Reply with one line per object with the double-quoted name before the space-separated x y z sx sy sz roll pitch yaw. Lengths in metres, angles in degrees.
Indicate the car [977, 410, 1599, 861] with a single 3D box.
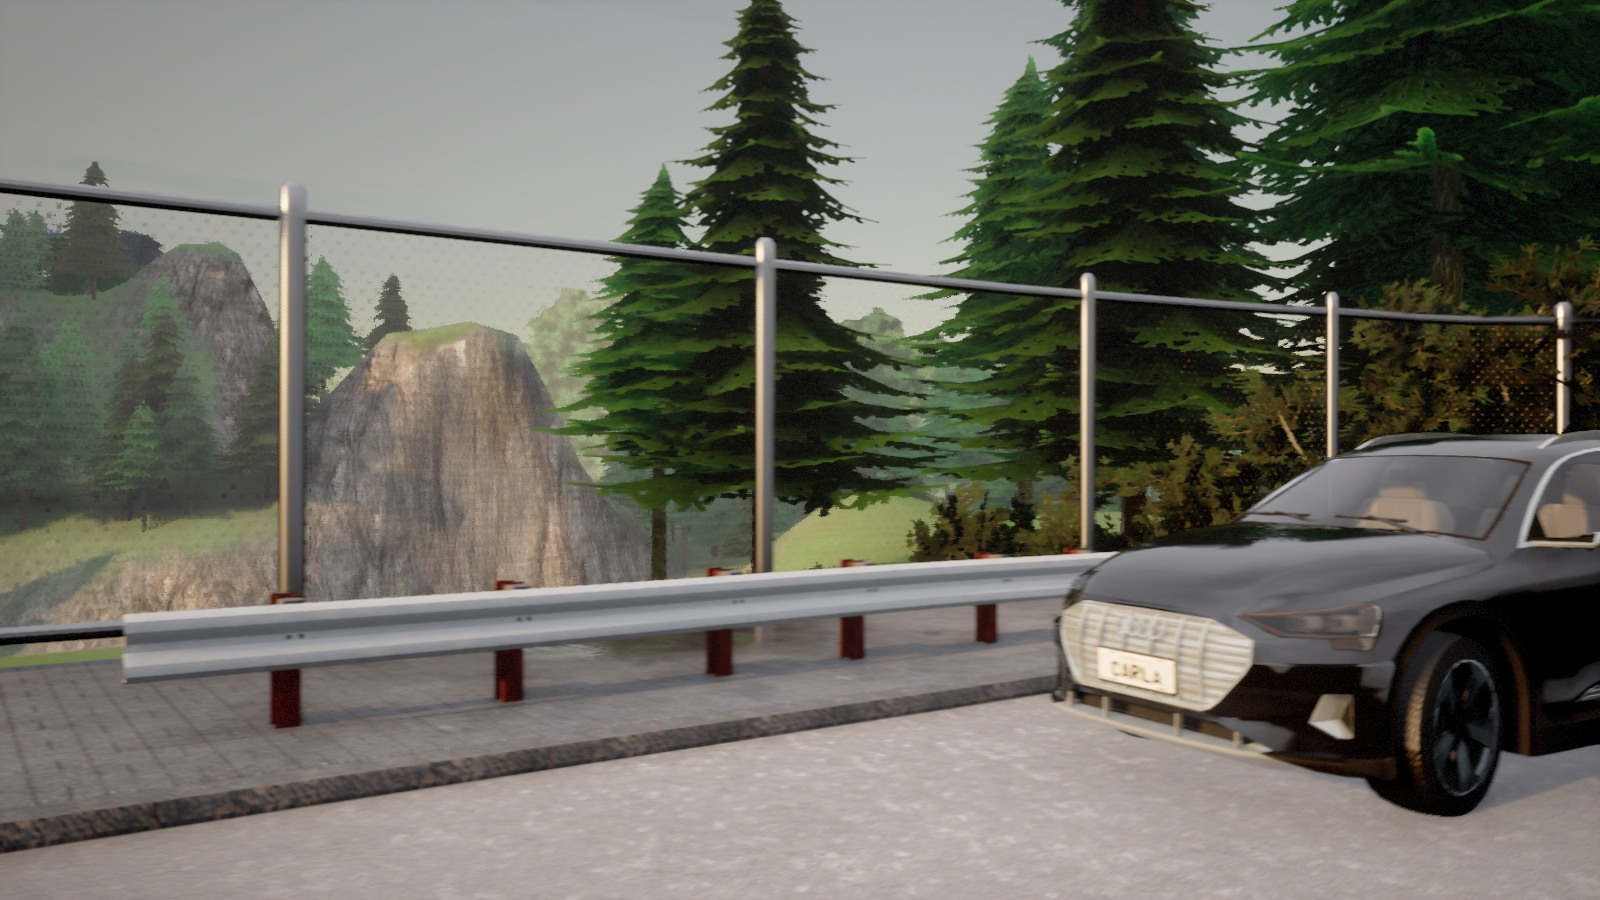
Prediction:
"car" 3.511 0.684 6.688 4.856 1.649 2.033 0 0 -30
